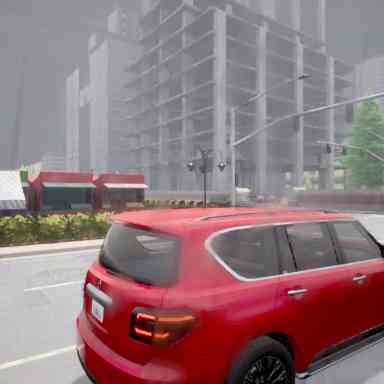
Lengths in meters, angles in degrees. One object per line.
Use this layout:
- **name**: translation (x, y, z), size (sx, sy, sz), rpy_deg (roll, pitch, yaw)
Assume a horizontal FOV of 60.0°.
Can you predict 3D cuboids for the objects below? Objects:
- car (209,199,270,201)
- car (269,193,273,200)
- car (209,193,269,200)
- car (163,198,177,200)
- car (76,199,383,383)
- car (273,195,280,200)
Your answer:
- **car**: translation (1.657, 1.352, 13.789), size (4.553, 1.767, 2.097), rpy_deg (0, 0, -36)
- **car**: translation (11.664, 1.114, 58.231), size (1.905, 1.878, 3.866), rpy_deg (0, 0, -36)
- **car**: translation (3.617, 1.166, 29.021), size (2.150, 2.045, 5.566), rpy_deg (0, 0, -36)
- **car**: translation (-2.445, 1.422, 37.366), size (1.882, 1.535, 5.008), rpy_deg (0, 0, -36)
- **car**: translation (1.292, 1.221, 4.713), size (5.566, 2.045, 2.150), rpy_deg (0, 0, -35)
- **car**: translation (14.053, 1.114, 59.946), size (1.905, 1.878, 3.866), rpy_deg (0, 0, -36)
